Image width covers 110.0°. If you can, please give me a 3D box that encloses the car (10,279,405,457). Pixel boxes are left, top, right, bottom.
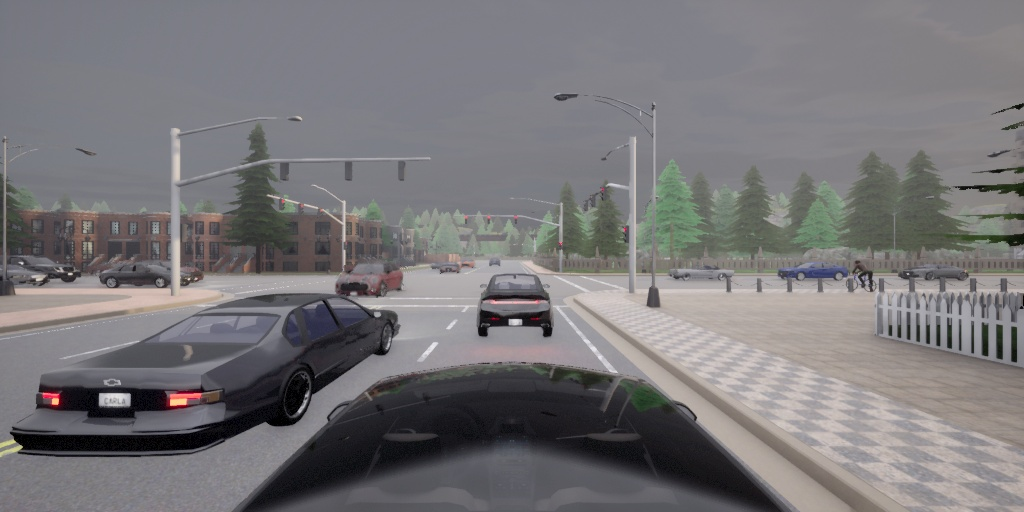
[{"bbox_3d":[-3.435,1.297,5.629,2.033,1.411,5.357,0,0,0],"label":"car"}]

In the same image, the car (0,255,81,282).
[{"bbox_3d":[-35.162,0.971,26.009,5.566,2.045,2.150,0,0,-6],"label":"car"}]

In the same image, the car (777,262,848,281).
[{"bbox_3d":[24.864,1.228,29.750,5.008,1.535,1.882,0,0,0],"label":"car"}]

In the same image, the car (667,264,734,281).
[{"bbox_3d":[15.572,1.351,29.764,4.718,1.301,1.895,0,0,0],"label":"car"}]

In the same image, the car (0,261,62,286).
[{"bbox_3d":[-32.546,1.242,22.682,4.902,1.511,2.128,0,0,-4],"label":"car"}]

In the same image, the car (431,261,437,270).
[{"bbox_3d":[-10.573,1.351,52.605,1.895,1.301,4.718,0,0,0],"label":"car"}]

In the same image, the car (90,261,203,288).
[{"bbox_3d":[-23.181,1.255,22.918,4.892,1.490,1.837,0,0,-3],"label":"car"}]

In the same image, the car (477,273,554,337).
[{"bbox_3d":[0.084,1.242,10.296,2.128,1.511,4.902,0,0,0],"label":"car"}]

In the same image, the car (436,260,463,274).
[{"bbox_3d":[-6.876,1.314,40.004,1.994,1.385,4.181,0,0,-4],"label":"car"}]

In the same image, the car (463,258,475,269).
[{"bbox_3d":[-7.058,1.102,56.563,2.097,1.767,4.553,0,0,0],"label":"car"}]

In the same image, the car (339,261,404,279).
[{"bbox_3d":[-7.094,1.102,18.313,2.097,1.767,4.553,0,0,0],"label":"car"}]

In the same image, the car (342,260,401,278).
[{"bbox_3d":[-13.639,1.228,34.960,5.008,1.535,1.882,0,2,-45],"label":"car"}]

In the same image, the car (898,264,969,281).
[{"bbox_3d":[34.838,1.314,29.724,4.181,1.385,1.994,0,0,1],"label":"car"}]

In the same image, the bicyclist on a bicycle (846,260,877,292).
[{"bbox_3d":[18.255,1.052,18.777,0.582,1.620,1.656,0,0,0],"label":"bicyclist on a bicycle"}]
